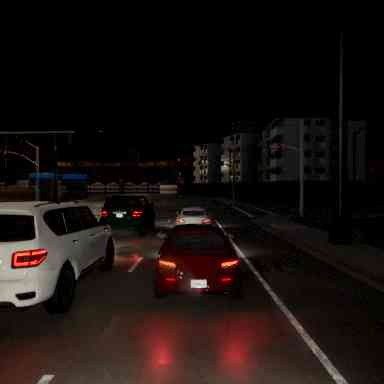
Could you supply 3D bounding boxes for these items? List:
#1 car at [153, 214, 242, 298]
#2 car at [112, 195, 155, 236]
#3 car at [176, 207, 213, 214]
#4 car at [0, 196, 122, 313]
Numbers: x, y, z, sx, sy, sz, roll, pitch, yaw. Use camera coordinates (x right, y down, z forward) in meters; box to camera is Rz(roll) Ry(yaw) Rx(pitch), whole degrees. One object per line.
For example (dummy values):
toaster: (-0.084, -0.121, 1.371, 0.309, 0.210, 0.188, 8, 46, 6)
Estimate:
car: (0.117, 1.521, 8.416, 1.812, 1.442, 4.674, 0, 0, 0)
car: (-3.359, 1.179, 18.131, 2.150, 2.045, 5.566, 0, 0, 0)
car: (0.108, 1.490, 17.503, 1.812, 1.442, 4.674, 0, 0, 1)
car: (-3.386, 1.218, 7.772, 2.150, 2.045, 5.566, 0, 0, 0)
